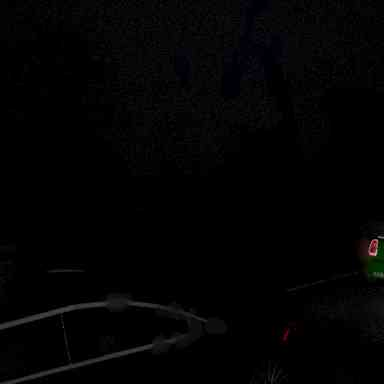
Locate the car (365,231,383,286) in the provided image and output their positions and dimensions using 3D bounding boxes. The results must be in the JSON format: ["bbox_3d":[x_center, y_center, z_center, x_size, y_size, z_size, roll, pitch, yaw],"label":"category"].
[{"bbox_3d":[6.319,1.344,8.204,4.553,1.767,2.097,0,0,-35],"label":"car"}]

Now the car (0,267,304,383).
[{"bbox_3d":[-0.998,1.490,3.015,4.902,1.511,2.128,0,0,-36],"label":"car"}]
